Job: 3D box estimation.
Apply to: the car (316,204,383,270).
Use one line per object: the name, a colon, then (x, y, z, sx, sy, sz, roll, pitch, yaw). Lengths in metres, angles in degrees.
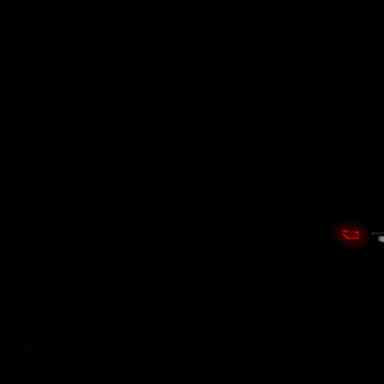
car: (5.802, 1.419, 11.648, 2.150, 2.045, 5.566, 0, -1, 12)
